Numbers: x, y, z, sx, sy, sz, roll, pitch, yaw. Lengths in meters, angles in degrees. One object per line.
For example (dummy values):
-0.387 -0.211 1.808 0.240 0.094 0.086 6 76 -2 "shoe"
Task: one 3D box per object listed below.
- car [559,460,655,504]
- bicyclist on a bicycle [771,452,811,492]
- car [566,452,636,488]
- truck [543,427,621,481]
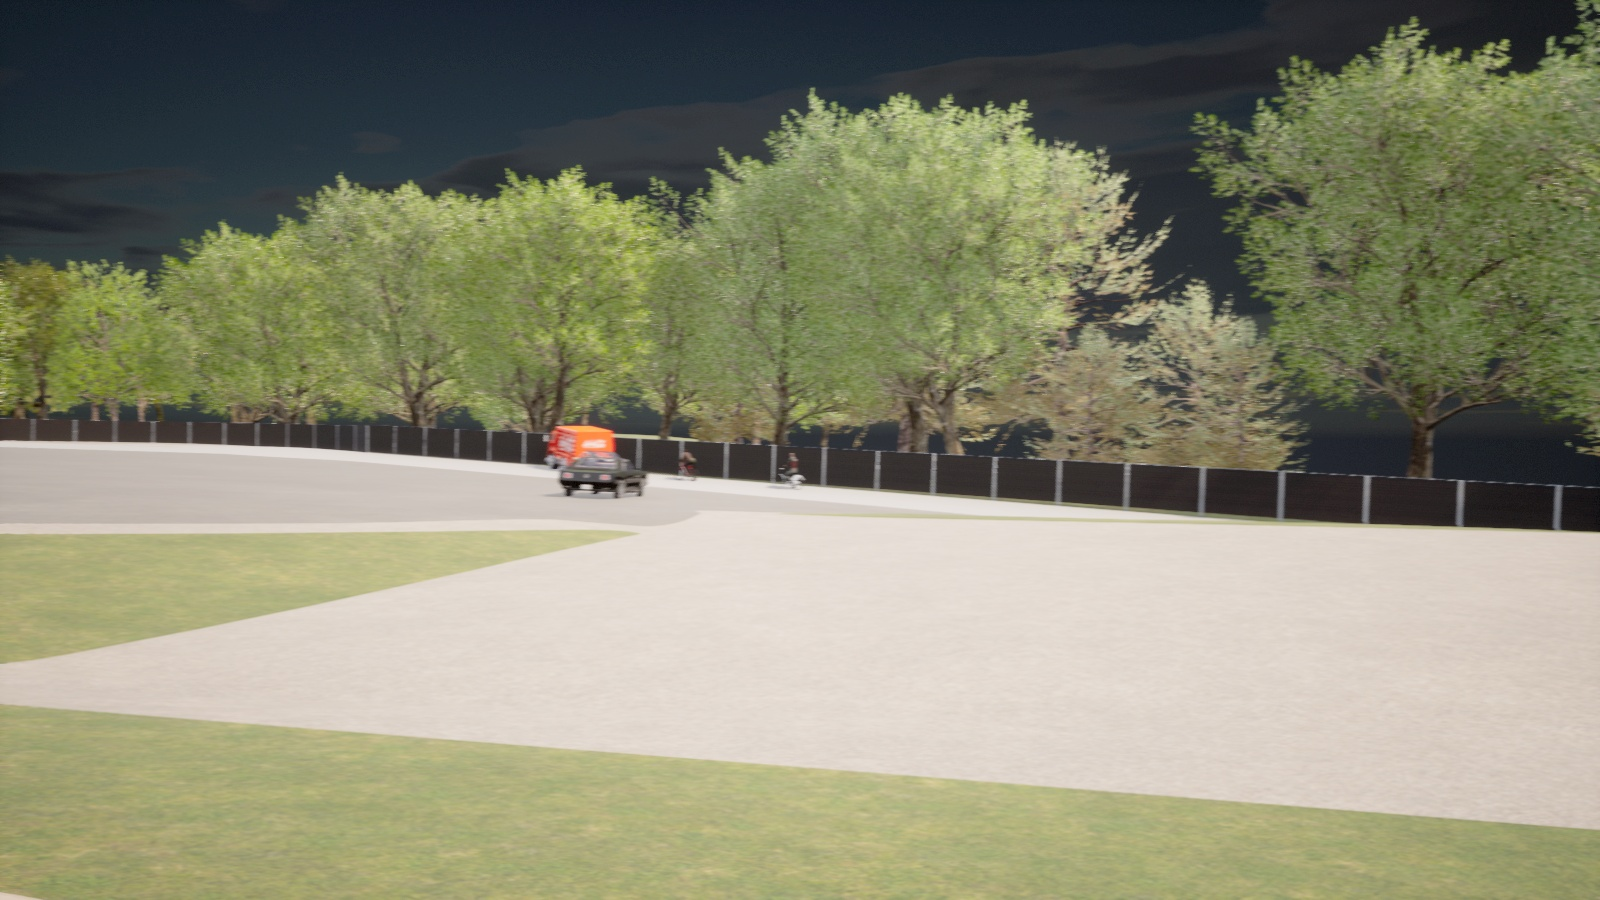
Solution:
-6.287 1.010 41.447 1.895 1.301 4.718 2 0 7 "car"
-0.416 1.019 59.567 1.843 1.776 0.659 3 3 38 "bicyclist on a bicycle"
-9.580 0.921 60.103 2.128 1.511 4.902 2 1 -23 "car"
-12.133 0.169 69.613 2.627 2.467 5.204 -2 5 -29 "truck"
